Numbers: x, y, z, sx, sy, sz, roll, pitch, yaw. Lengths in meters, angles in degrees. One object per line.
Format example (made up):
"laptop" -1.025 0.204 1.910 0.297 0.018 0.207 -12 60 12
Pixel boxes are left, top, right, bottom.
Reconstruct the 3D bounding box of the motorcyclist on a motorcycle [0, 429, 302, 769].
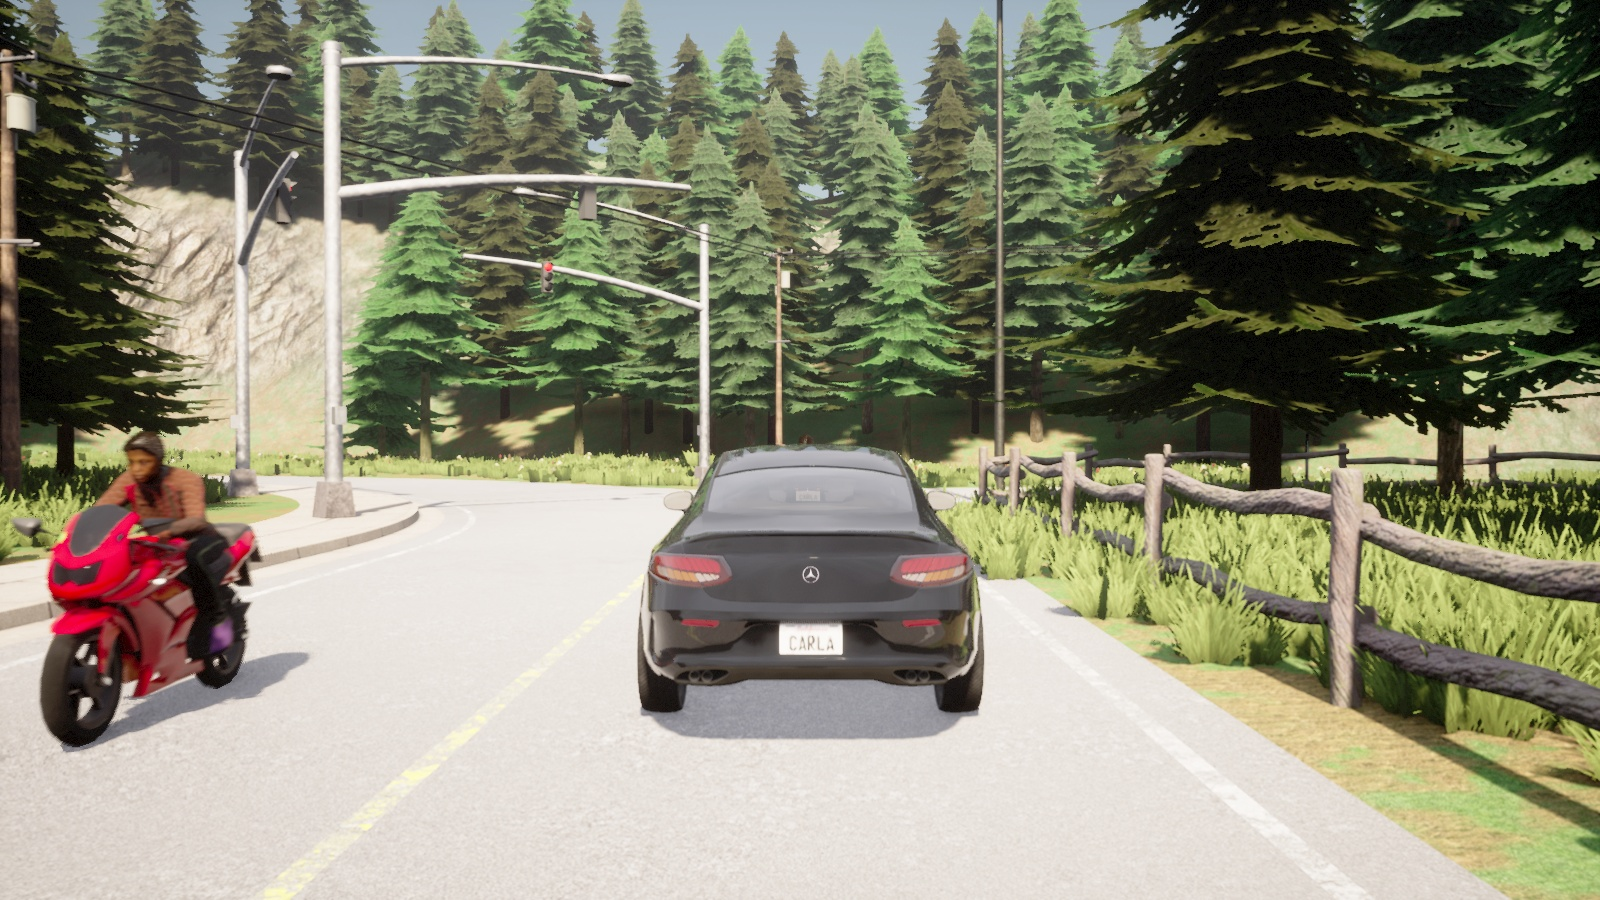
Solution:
"motorcyclist on a motorcycle" -3.444 0.657 6.635 0.797 1.523 2.044 0 1 0

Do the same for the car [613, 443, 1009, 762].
"car" 0.062 0.688 8.102 1.812 1.442 4.674 0 1 0
